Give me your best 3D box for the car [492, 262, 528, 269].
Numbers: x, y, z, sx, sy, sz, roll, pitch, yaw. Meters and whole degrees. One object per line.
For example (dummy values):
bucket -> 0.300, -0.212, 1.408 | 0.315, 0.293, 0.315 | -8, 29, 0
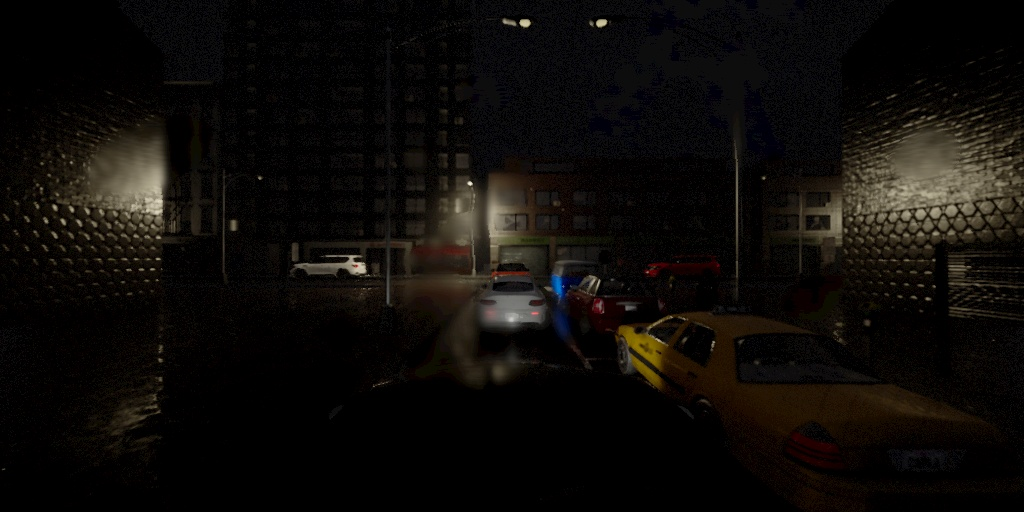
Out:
car -> -0.105, 1.091, 19.883 | 2.097, 1.767, 4.553 | 0, 0, -3

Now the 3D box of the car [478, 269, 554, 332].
car -> 0.025, 1.272, 10.786 | 1.812, 1.442, 4.674 | 0, 0, 0

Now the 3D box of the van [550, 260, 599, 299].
van -> 2.641, 1.085, 15.381 | 1.690, 1.789, 3.998 | 0, 0, 0

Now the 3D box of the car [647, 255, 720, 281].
car -> 13.636, 0.943, 28.774 | 5.566, 2.045, 2.150 | 0, 0, 0

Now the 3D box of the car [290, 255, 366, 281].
car -> -14.672, 0.951, 28.831 | 5.566, 2.045, 2.150 | 0, 0, 0

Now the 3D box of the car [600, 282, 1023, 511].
car -> 2.638, 1.274, 4.603 | 1.751, 1.417, 4.829 | 0, 0, 0

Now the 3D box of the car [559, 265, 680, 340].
car -> 2.640, 1.186, 9.906 | 1.967, 1.591, 4.097 | 0, 0, 0
